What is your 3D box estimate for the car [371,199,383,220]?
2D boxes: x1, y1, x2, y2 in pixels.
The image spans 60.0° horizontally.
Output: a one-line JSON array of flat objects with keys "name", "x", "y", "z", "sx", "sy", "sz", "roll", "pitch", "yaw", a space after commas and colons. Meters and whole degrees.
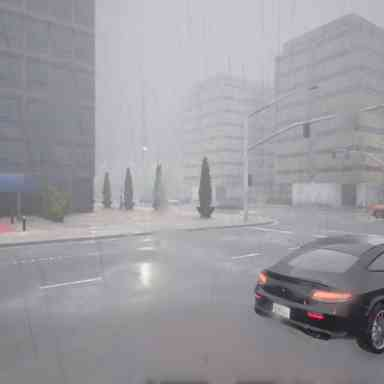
[{"name": "car", "x": 16.976, "y": 1.352, "z": 26.707, "sx": 4.553, "sy": 1.767, "sz": 2.097, "roll": 0, "pitch": 0, "yaw": 32}]

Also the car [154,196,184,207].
[{"name": "car", "x": -3.682, "y": 1.525, "z": 52.028, "sx": 1.812, "sy": 1.442, "sz": 4.674, "roll": 0, "pitch": 0, "yaw": -35}]

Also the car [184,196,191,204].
[{"name": "car", "x": -2.049, "y": 1.526, "z": 62.228, "sx": 1.812, "sy": 1.442, "sz": 4.674, "roll": 0, "pitch": 0, "yaw": -35}]

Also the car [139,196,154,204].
[{"name": "car", "x": -8.777, "y": 1.564, "z": 65.729, "sx": 1.994, "sy": 1.385, "sz": 4.181, "roll": 0, "pitch": 0, "yaw": -35}]

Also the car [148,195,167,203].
[{"name": "car", "x": -7.333, "y": 1.503, "z": 69.704, "sx": 1.837, "sy": 1.490, "sz": 4.892, "roll": 0, "pitch": 0, "yaw": -35}]

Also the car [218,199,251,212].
[{"name": "car", "x": 5.027, "y": 1.564, "z": 39.601, "sx": 1.994, "sy": 1.385, "sz": 4.181, "roll": 0, "pitch": 0, "yaw": -35}]

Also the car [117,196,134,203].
[{"name": "car", "x": -13.155, "y": 1.514, "z": 65.702, "sx": 1.895, "sy": 1.301, "sz": 4.718, "roll": 0, "pitch": 0, "yaw": -35}]

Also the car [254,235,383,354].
[{"name": "car", "x": 3.158, "y": 1.526, "z": 6.073, "sx": 4.674, "sy": 1.442, "sz": 1.812, "roll": 0, "pitch": 0, "yaw": -35}]
